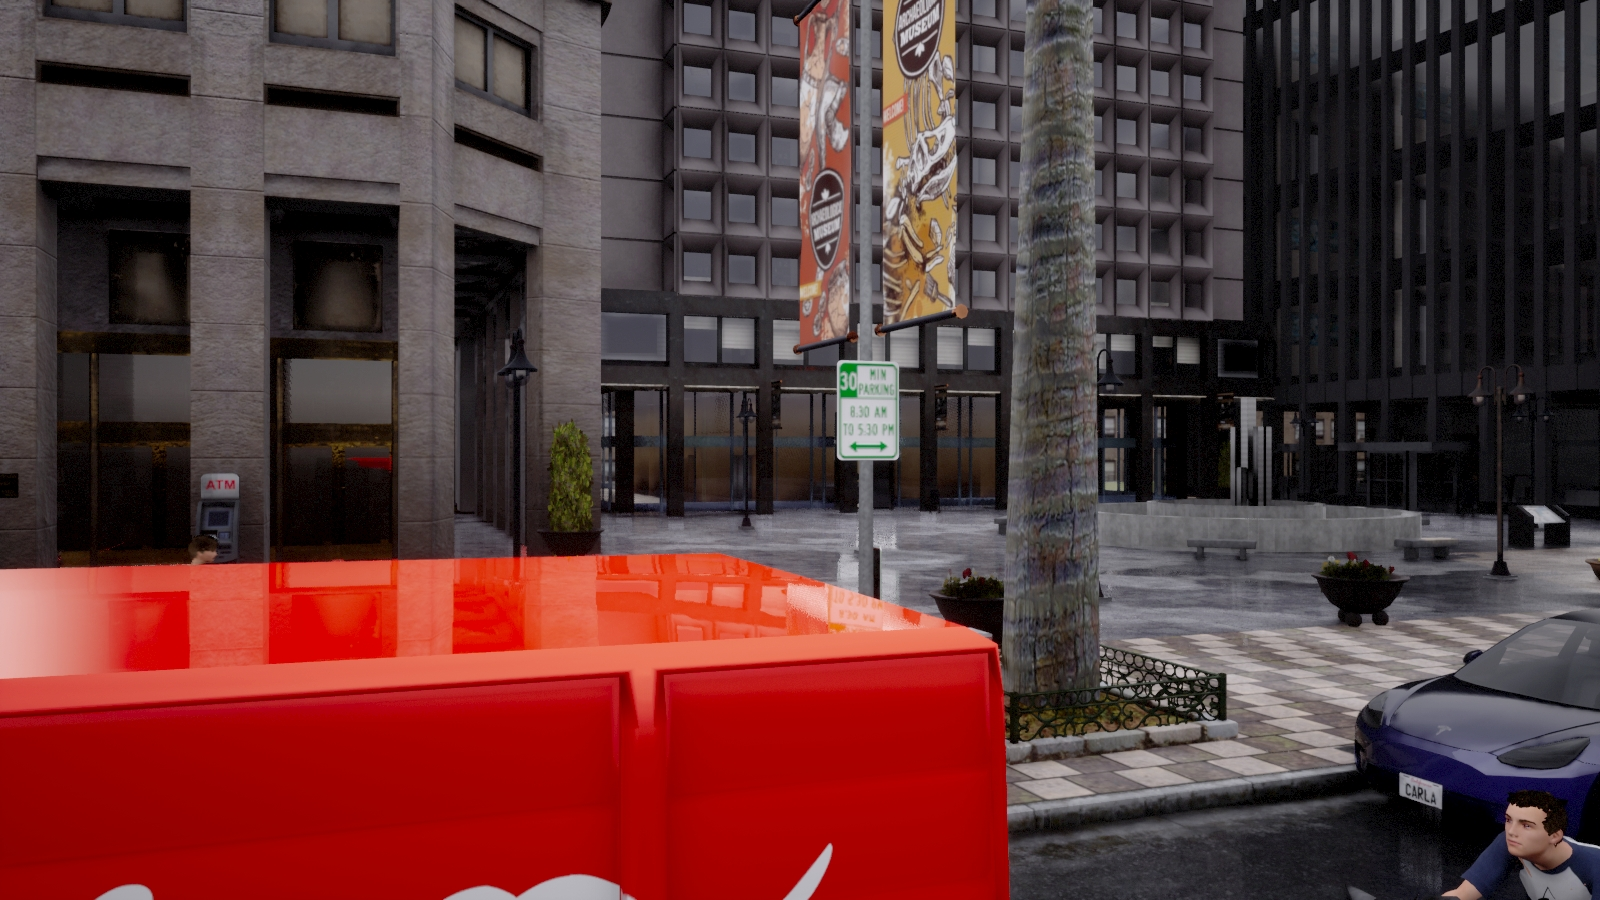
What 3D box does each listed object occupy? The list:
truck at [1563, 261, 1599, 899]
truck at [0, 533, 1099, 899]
[{"bbox_3d":[8.736,0.895,6.469,8.468,3.827,2.891,0,0,-20],"label":"truck"},{"bbox_3d":[-2.337,1.568,2.464,5.204,2.467,2.627,0,0,-20],"label":"truck"}]
